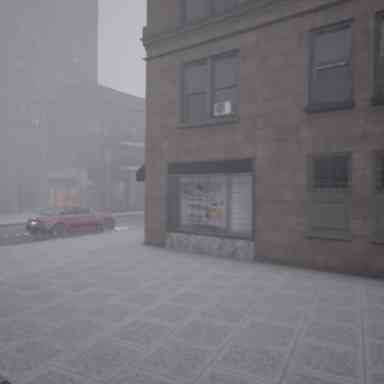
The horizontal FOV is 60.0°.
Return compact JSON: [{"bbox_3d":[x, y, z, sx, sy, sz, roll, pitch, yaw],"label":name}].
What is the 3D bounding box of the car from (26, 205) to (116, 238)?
[{"bbox_3d":[-5.786,1.335,16.281,1.994,1.385,4.181,1,1,35],"label":"car"}]
